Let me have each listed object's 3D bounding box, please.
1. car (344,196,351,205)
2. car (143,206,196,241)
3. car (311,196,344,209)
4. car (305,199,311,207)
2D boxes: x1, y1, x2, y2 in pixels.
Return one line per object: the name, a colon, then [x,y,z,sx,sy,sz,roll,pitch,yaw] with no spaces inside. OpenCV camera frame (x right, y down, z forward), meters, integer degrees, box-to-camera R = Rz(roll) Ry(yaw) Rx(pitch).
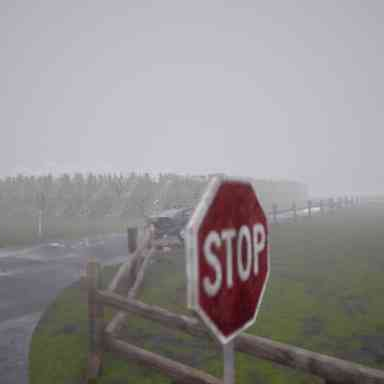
car: [22.783,1.293,49.715,1.895,1.301,4.718,-2,-1,35]
car: [-0.305,1.444,16.765,1.882,1.535,5.008,-2,-1,35]
car: [16.904,1.253,41.241,2.128,1.511,4.902,-2,-1,35]
car: [17.628,1.400,47.147,1.895,1.301,4.718,-2,-1,35]
